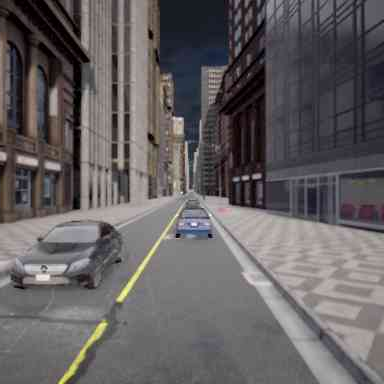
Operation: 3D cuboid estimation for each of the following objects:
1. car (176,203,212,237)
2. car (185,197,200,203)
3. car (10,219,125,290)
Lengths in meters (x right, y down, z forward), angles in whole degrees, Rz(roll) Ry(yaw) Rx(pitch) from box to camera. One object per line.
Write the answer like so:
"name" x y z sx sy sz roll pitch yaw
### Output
"car" 0.097 1.552 18.029 2.033 1.411 5.357 0 0 0
"car" 0.092 1.501 46.638 2.128 1.511 4.902 0 0 0
"car" -3.090 1.528 9.245 1.812 1.442 4.674 0 0 0
